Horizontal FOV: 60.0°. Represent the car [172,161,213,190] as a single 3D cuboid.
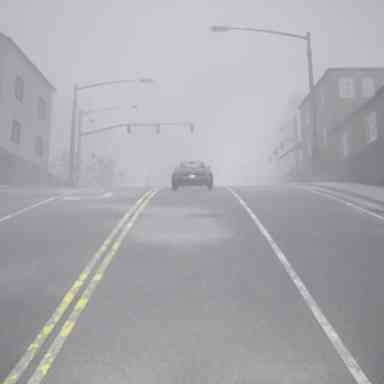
[{"bbox_3d":[0.025,-0.877,16.991,1.994,1.385,4.181,0,4,0],"label":"car"}]
